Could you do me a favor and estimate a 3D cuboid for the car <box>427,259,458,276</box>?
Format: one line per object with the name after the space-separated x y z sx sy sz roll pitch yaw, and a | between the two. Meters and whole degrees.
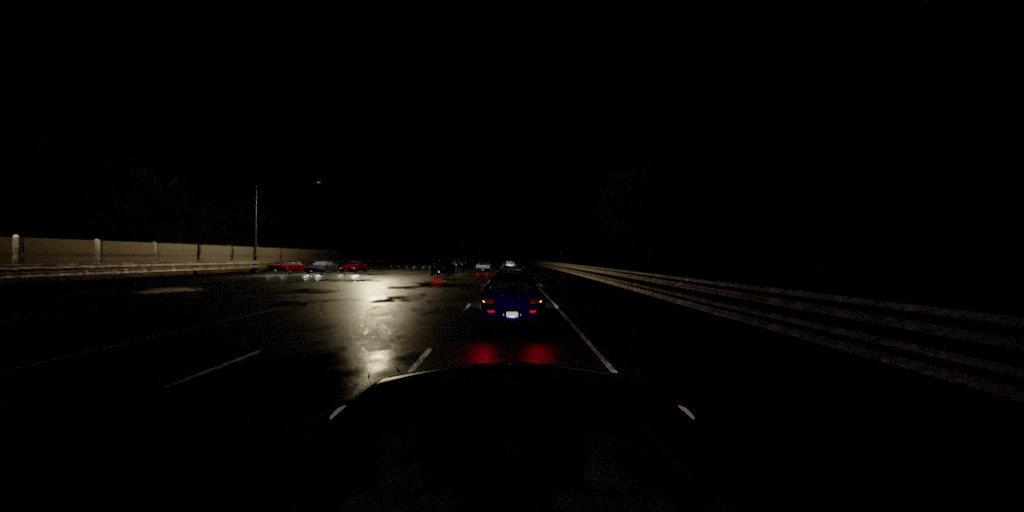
-7.086 1.284 36.989 1.837 1.490 4.892 0 -1 -1 | car

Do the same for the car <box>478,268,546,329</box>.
0.002 1.271 11.092 1.812 1.442 4.674 0 0 0 | car

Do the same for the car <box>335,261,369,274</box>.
-17.730 1.258 40.541 1.812 1.442 4.674 0 0 -2 | car

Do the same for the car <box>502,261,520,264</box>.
-0.006 1.285 30.077 2.128 1.511 4.902 0 0 0 | car

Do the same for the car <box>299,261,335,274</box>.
-21.230 1.258 40.389 2.033 1.411 5.357 0 0 -2 | car

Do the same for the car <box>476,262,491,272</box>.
-3.788 1.450 48.261 1.895 1.301 4.718 0 0 -1 | car

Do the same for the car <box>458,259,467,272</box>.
-7.301 1.181 48.666 2.097 1.767 4.553 0 0 -1 | car

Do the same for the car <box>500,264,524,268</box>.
-0.028 1.365 21.453 1.895 1.301 4.718 0 0 0 | car

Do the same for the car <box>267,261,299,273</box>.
-24.695 1.222 39.557 1.895 1.301 4.718 1 -2 -1 | car
